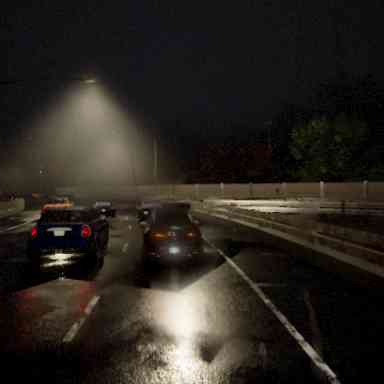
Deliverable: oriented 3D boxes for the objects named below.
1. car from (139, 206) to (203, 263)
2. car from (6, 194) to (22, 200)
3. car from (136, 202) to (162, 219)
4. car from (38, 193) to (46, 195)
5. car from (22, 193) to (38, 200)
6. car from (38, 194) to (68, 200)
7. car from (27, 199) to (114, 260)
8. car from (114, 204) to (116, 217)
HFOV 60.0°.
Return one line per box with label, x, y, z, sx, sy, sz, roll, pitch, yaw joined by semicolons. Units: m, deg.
car;-0.766;1.441;11.820;1.837;1.490;4.892;0;-1;-6
car;-43.029;1.192;79.121;4.718;1.301;1.895;0;0;40
car;-3.116;1.425;25.239;2.033;1.411;5.357;0;0;-13
car;-37.951;1.043;84.054;5.008;1.535;1.882;0;0;40
car;-40.694;1.099;81.729;4.902;1.511;2.128;0;0;40
car;-10.847;1.246;27.217;2.097;1.767;4.553;0;0;-15
car;-4.389;1.300;12.482;2.097;1.767;4.553;0;0;-7
car;-7.657;1.439;28.786;1.994;1.385;4.181;0;0;-16
